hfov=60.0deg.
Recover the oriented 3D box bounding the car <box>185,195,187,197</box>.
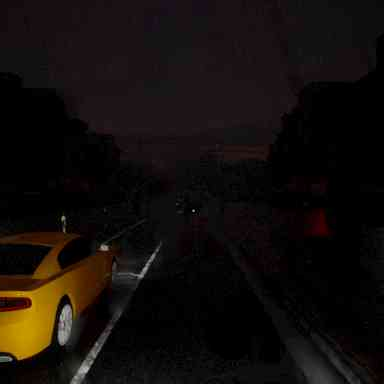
[{"bbox_3d":[-2.543,1.925,71.464,1.802,1.307,4.206,-2,0,0],"label":"car"}]

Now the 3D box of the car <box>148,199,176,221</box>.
[{"bbox_3d":[-2.612,1.570,27.716,1.752,1.417,4.829,-1,0,0],"label":"car"}]

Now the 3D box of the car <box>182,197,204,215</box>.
[{"bbox_3d":[0.153,1.581,34.800,1.837,1.490,4.892,0,0,0],"label":"car"}]

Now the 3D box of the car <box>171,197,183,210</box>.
[{"bbox_3d":[-2.590,1.570,44.228,1.967,1.590,4.097,-2,0,0],"label":"car"}]

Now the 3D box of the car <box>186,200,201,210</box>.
[{"bbox_3d":[0.163,1.738,45.355,1.895,1.301,4.718,0,0,0],"label":"car"}]

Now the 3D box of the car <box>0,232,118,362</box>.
[{"bbox_3d":[-2.740,1.477,6.184,1.882,1.535,5.008,0,0,0],"label":"car"}]

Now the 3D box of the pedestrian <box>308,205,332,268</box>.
[{"bbox_3d":[3.545,1.142,9.154,0.375,1.860,0.375,1,1,0],"label":"pedestrian"}]
